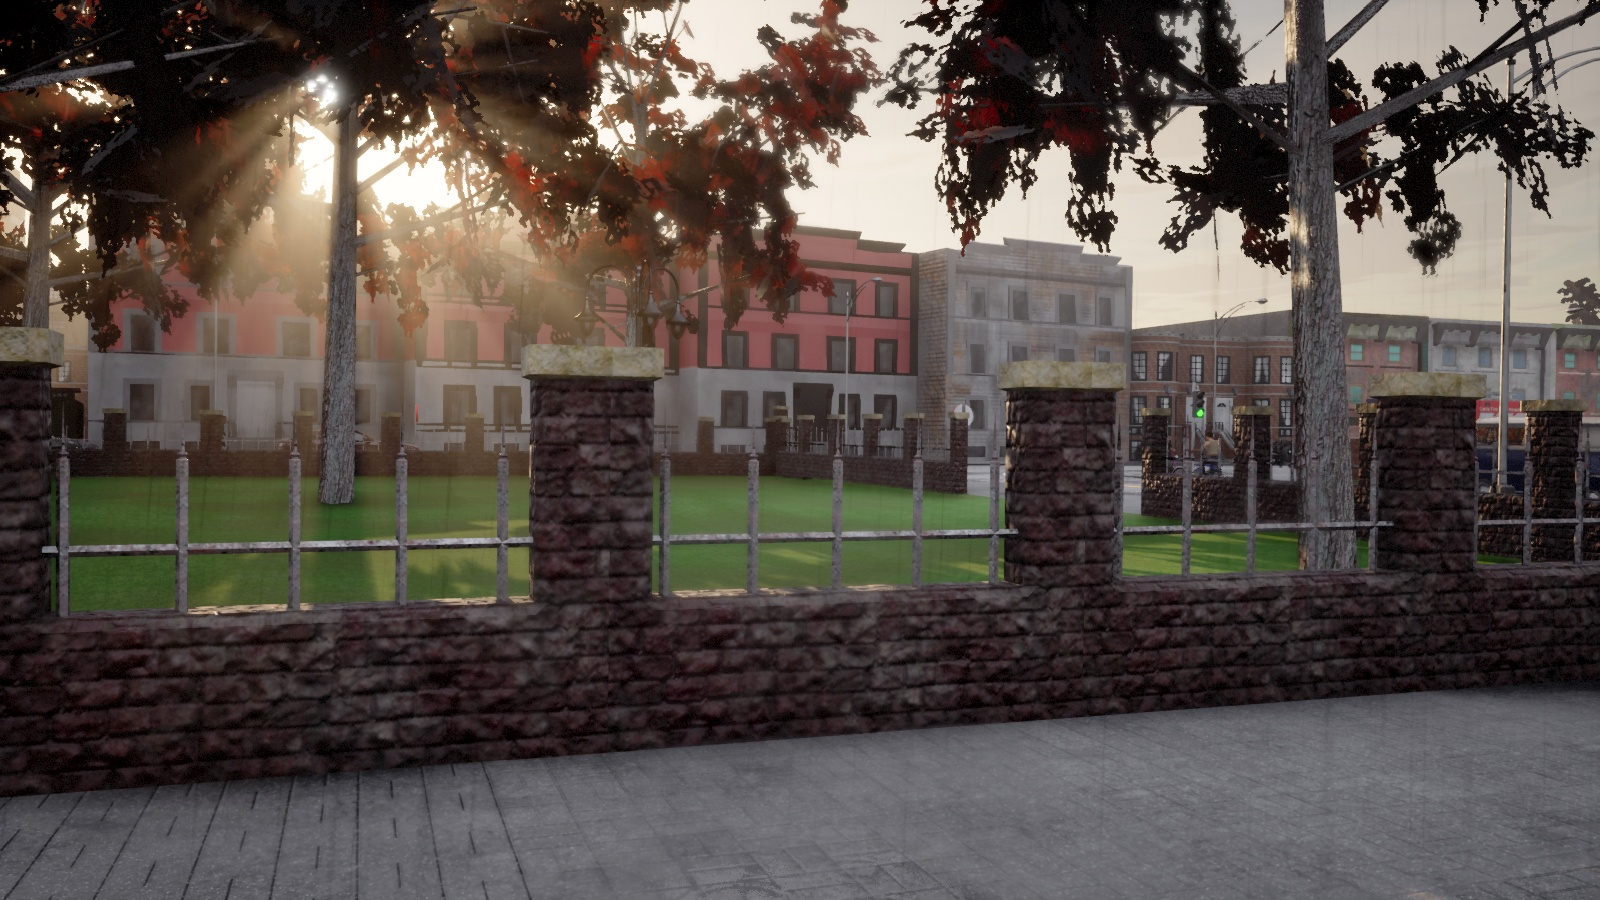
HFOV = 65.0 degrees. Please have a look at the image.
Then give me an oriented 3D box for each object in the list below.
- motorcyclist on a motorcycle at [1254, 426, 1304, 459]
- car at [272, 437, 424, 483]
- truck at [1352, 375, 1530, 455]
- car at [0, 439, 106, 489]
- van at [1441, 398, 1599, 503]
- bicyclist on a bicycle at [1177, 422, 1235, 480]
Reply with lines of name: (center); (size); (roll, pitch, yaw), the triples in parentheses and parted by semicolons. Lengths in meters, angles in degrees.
motorcyclist on a motorcycle: (22.729, -0.382, 59.617); (2.191, 1.530, 0.866); (-1, 1, -19)
car: (-15.118, 0.301, 42.160); (4.674, 1.442, 1.812); (-1, 1, -19)
truck: (32.092, -1.736, 62.869); (8.468, 3.827, 2.891); (-1, 1, -19)
car: (-24.440, 0.434, 38.888); (4.892, 1.490, 1.837); (-1, 1, -19)
van: (15.539, -0.032, 25.634); (1.775, 1.987, 4.442); (-1, 1, -17)
bicyclist on a bicycle: (11.773, 0.015, 36.431); (0.866, 1.612, 1.509); (-1, 1, -18)
